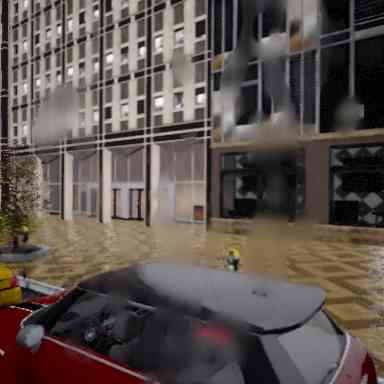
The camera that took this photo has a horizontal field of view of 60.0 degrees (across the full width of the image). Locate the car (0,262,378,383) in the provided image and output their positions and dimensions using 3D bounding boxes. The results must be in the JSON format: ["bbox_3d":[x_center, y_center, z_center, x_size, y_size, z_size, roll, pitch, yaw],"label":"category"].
[{"bbox_3d":[-0.515,1.444,3.232,4.097,1.590,1.967,0,0,36],"label":"car"}]
